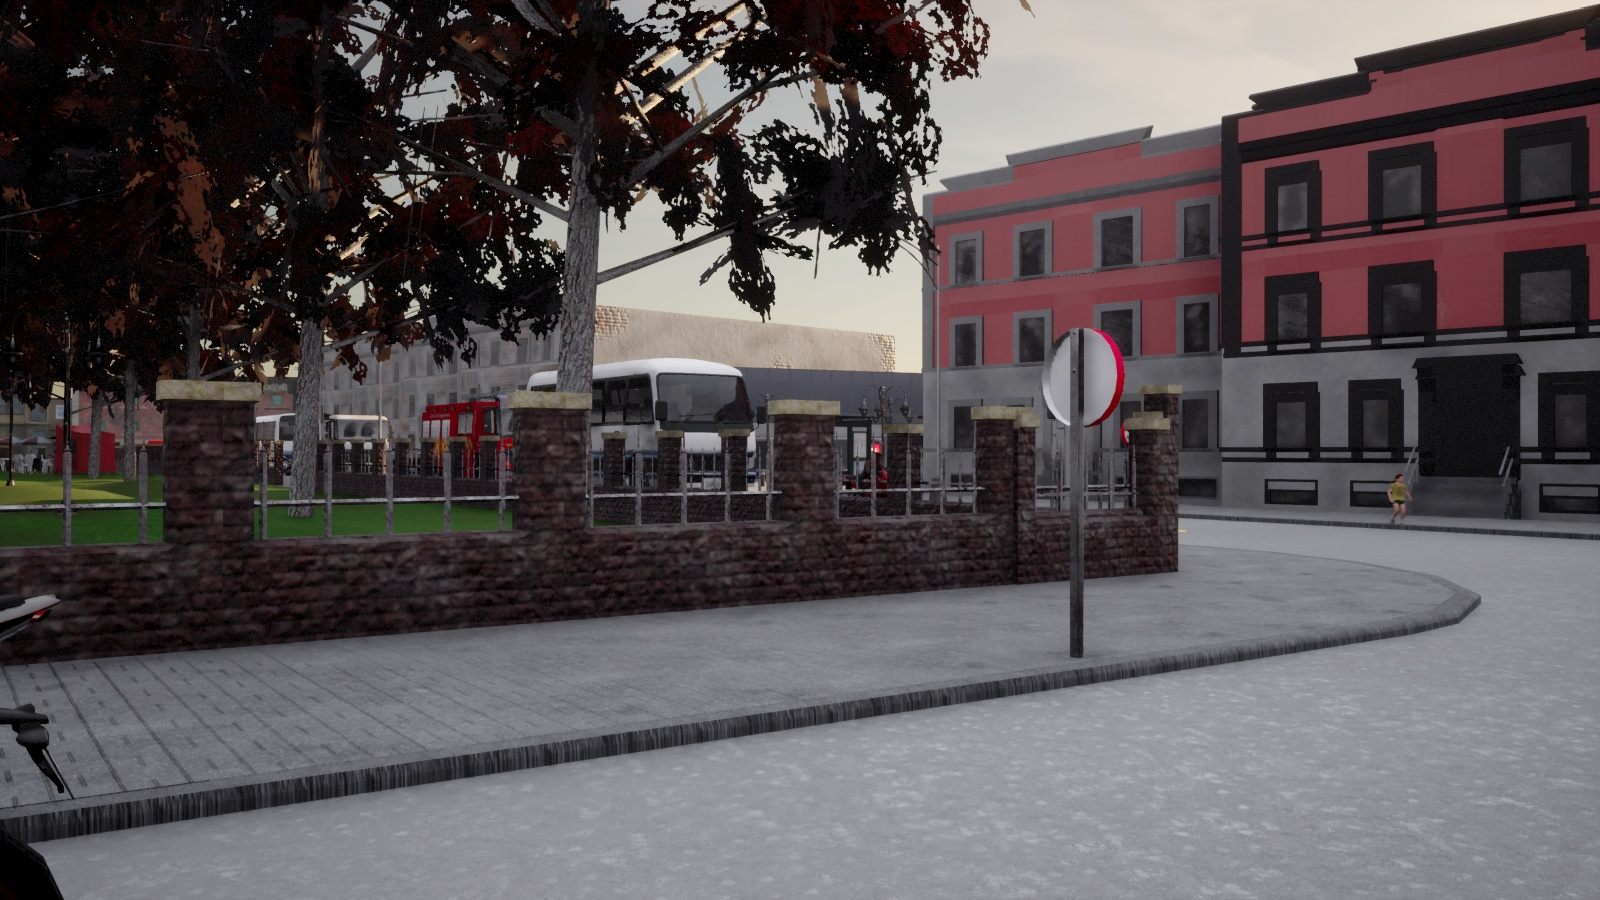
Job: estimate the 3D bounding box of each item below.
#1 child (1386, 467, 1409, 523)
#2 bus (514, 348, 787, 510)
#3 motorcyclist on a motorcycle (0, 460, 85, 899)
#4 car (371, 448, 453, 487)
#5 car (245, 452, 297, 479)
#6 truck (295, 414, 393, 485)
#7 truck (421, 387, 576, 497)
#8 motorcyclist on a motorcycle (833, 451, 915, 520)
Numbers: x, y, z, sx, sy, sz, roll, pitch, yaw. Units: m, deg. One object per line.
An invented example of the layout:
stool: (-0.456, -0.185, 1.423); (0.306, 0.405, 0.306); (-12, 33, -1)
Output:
child: (11.892, 0.886, 24.984); (0.255, 1.110, 0.394); (0, 0, -3)
bus: (-4.915, -0.527, 38.321); (3.944, 4.253, 10.273); (0, 0, -34)
motorcyclist on a motorcycle: (-2.687, 0.791, 2.423); (2.191, 1.530, 0.866); (0, 0, -36)
car: (-17.433, 0.764, 56.298); (2.242, 1.667, 4.611); (0, 0, -35)
car: (-33.411, 0.939, 79.190); (2.033, 1.649, 4.856); (0, 0, -35)
truck: (-23.914, -0.026, 65.594); (2.891, 3.462, 7.936); (0, 0, -35)
truck: (-11.704, -0.277, 48.073); (2.891, 3.827, 8.468); (0, 0, -35)
motorcyclist on a motorcycle: (1.688, 0.794, 28.856); (0.797, 1.523, 2.044); (0, 0, -35)
